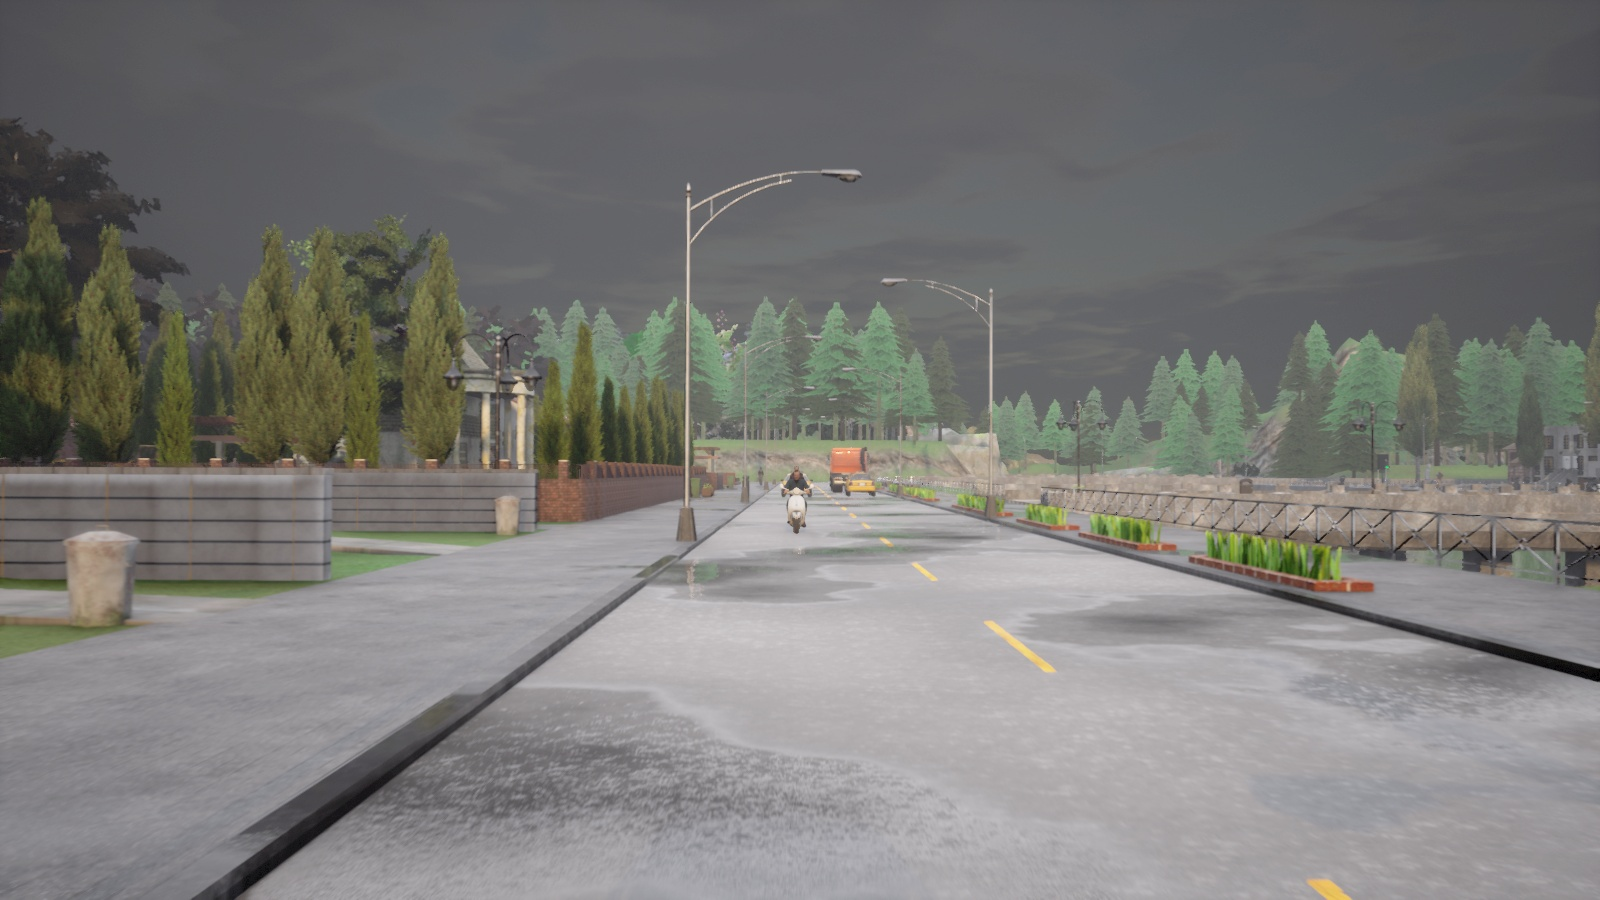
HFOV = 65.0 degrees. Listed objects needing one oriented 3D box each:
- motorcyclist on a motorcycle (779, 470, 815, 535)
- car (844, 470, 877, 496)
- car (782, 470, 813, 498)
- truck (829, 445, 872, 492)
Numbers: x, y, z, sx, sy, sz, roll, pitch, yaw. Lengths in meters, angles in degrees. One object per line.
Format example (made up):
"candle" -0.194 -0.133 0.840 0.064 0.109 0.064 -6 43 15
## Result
"motorcyclist on a motorcycle" -0.075 1.297 31.599 0.866 1.590 1.817 0 -1 0
"car" 3.811 2.072 79.660 1.801 1.575 5.366 0 -1 0
"car" -0.181 2.025 75.921 1.801 1.575 5.366 0 -1 0
"truck" 3.771 1.406 94.893 2.891 3.462 7.936 0 -1 0
